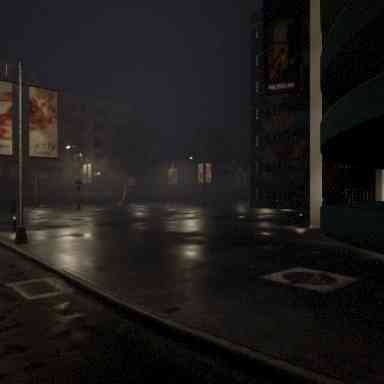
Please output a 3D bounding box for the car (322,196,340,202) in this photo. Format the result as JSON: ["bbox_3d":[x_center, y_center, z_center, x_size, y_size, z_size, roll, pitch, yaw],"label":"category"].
[{"bbox_3d":[15.593,1.320,39.958,4.674,1.452,2.002,0,0,-41],"label":"car"}]

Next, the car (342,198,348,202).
[{"bbox_3d":[22.136,1.413,51.046,4.786,1.482,2.161,0,0,-41],"label":"car"}]
